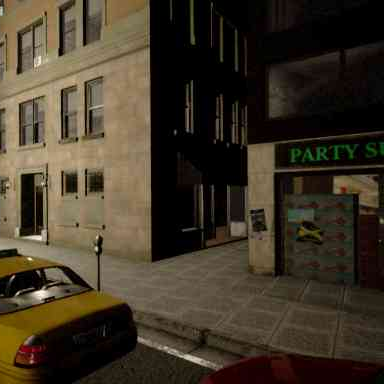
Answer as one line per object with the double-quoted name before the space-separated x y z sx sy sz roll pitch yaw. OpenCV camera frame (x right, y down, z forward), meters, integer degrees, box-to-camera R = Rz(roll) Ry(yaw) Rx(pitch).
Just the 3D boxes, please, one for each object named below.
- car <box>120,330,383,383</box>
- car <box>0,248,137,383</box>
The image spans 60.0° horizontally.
"car" 1.799 1.582 1.571 4.206 1.307 1.802 0 -1 36
"car" -2.955 1.526 4.970 4.829 1.417 1.752 0 -1 36
